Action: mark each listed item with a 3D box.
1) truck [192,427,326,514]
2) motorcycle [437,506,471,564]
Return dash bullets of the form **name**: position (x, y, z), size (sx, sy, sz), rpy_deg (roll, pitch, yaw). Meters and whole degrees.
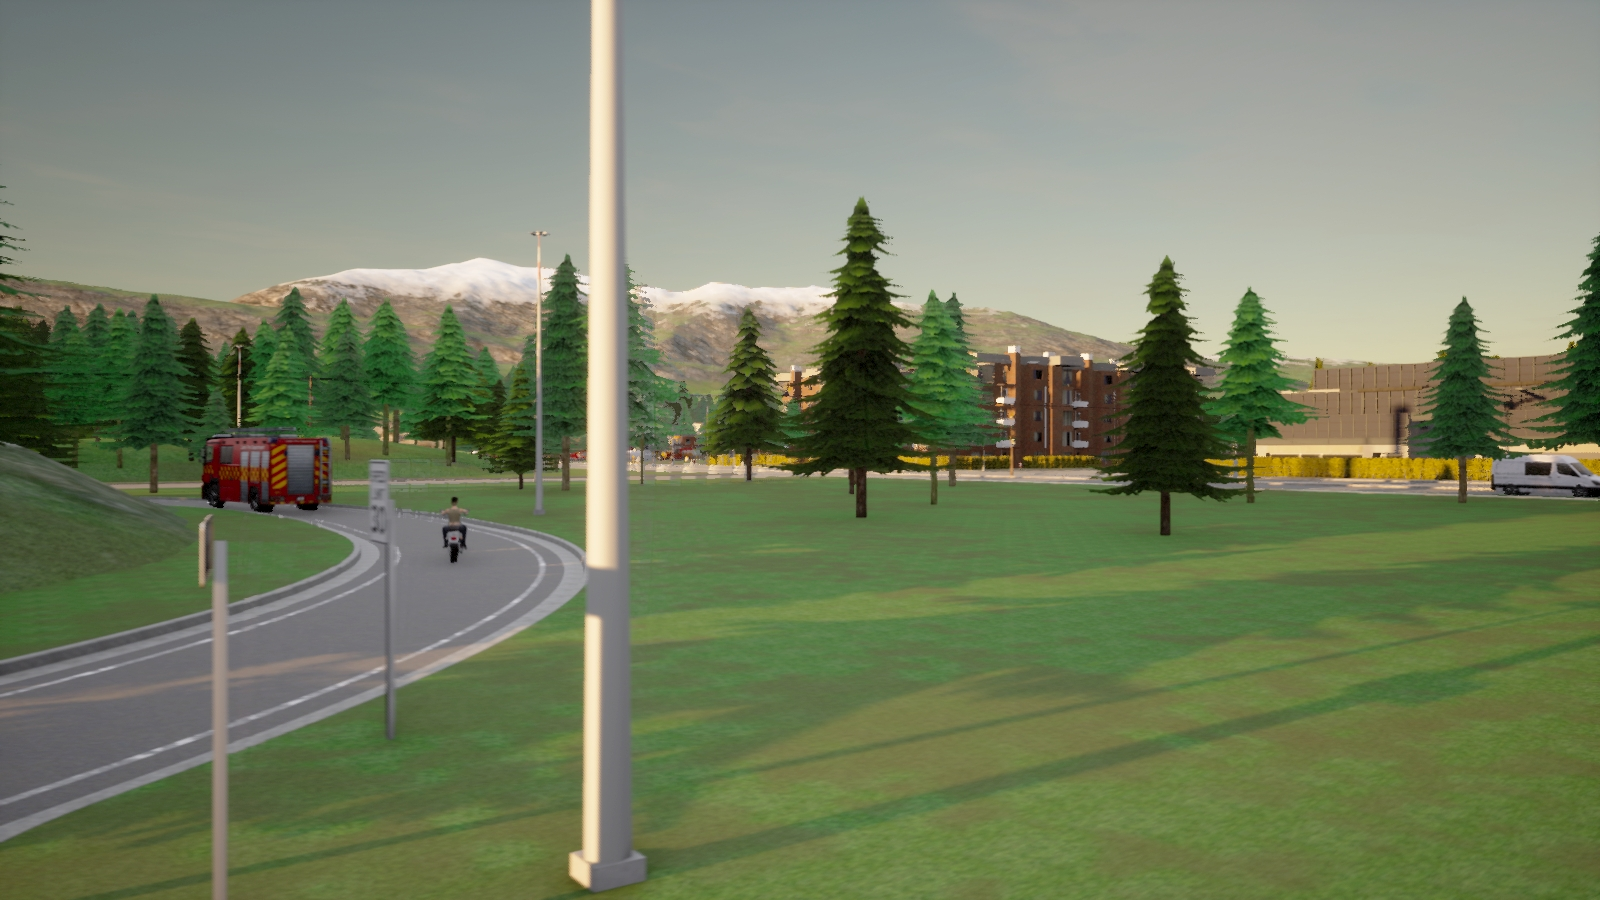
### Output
- **truck**: position (-25.797, 0.890, 54.215), size (8.468, 3.827, 2.891), rpy_deg (0, 0, 43)
- **motorcycle**: position (-8.896, 2.155, 29.436), size (0.764, 1.307, 2.356), rpy_deg (0, 0, -16)
